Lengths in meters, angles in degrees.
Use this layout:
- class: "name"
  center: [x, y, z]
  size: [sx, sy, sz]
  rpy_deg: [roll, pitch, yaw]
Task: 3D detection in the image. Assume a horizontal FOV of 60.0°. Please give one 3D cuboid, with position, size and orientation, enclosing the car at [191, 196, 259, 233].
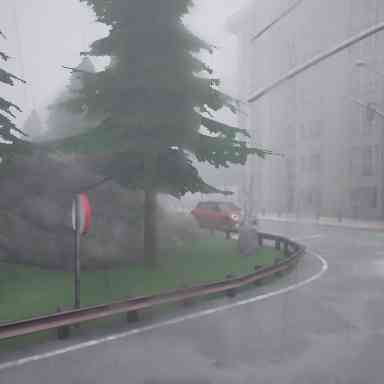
- class: "car"
  center: [1.852, 1.350, 19.912]
  size: [2.097, 1.767, 4.553]
  rpy_deg: [0, 0, -36]
